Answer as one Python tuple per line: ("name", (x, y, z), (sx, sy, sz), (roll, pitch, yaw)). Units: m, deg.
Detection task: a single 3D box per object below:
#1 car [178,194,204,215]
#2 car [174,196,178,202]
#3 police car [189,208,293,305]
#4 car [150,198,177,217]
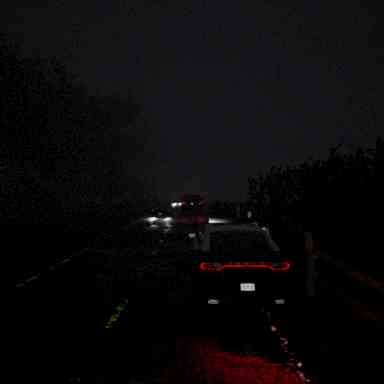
("car", (0.017, 1.216, 33.812), (2.150, 2.045, 5.566), (0, 0, 0))
("car", (-2.843, 1.487, 68.758), (2.128, 1.511, 4.902), (0, 0, 0))
("police car", (0.950, 1.423, 8.281), (1.930, 1.638, 5.238), (0, 0, 0))
("car", (-2.794, 1.542, 31.676), (2.033, 1.411, 5.357), (0, 0, 0))
